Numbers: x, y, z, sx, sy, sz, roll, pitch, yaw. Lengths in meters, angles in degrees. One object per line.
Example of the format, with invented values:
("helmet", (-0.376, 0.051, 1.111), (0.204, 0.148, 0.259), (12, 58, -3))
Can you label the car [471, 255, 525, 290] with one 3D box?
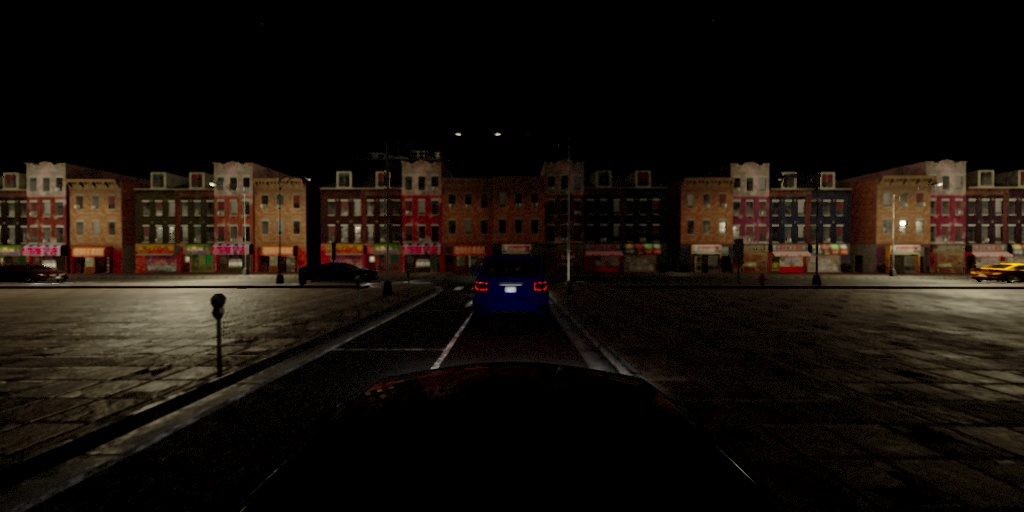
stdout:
("car", (-1.132, 0.961, 24.052), (2.150, 2.045, 5.566), (1, 0, -18))

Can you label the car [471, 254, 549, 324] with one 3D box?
("car", (-0.017, 0.961, 12.017), (2.150, 2.045, 5.566), (0, 0, 0))

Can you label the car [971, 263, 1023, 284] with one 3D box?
("car", (36.794, 1.273, 26.161), (5.008, 1.535, 1.882), (0, 1, 0))

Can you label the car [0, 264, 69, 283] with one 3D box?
("car", (-35.759, 1.320, 26.417), (4.674, 1.442, 1.812), (0, 1, 0))

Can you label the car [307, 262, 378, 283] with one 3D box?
("car", (-12.442, 1.205, 26.323), (5.008, 1.535, 1.882), (1, 1, 0))
